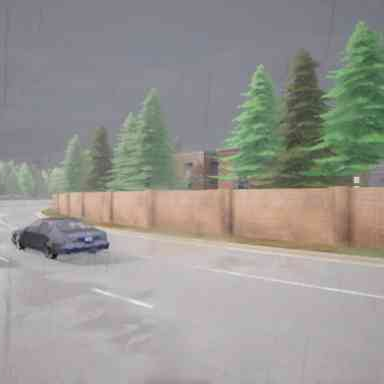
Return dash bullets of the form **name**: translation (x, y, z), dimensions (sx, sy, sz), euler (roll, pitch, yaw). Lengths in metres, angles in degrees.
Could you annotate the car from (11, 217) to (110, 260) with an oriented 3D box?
- **car**: translation (-5.394, 1.707, 13.266), dimensions (5.357, 1.411, 2.033), euler (-1, -1, 44)
